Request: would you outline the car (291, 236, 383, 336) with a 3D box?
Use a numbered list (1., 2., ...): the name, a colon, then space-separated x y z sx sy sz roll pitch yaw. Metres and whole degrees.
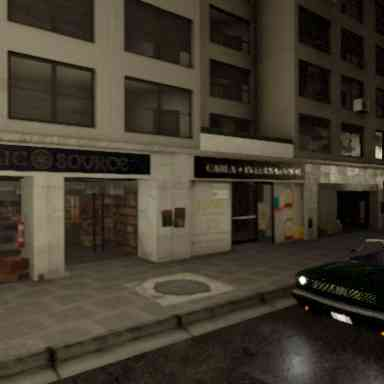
1. car: 4.020 1.548 6.244 4.718 1.301 1.895 -1 0 -35
